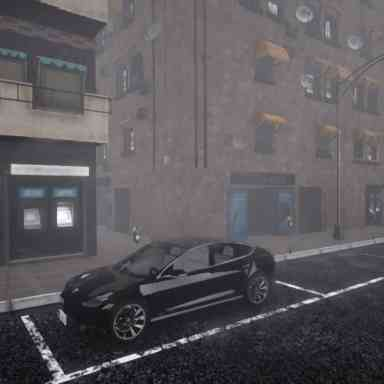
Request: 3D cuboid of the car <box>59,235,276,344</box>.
[{"bbox_3d":[-0.224,1.566,6.415,4.313,1.339,1.947,0,0,-36],"label":"car"}]
